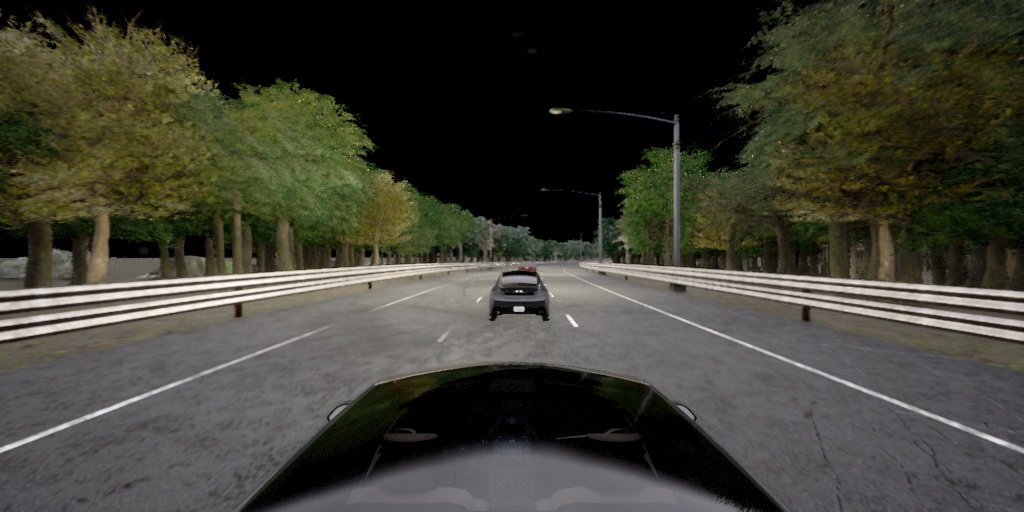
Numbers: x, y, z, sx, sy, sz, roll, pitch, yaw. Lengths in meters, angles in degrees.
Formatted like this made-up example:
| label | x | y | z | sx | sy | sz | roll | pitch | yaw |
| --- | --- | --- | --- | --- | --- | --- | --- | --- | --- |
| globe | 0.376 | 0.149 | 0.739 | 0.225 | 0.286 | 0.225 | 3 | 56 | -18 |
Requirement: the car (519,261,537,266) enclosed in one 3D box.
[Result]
| label | x | y | z | sx | sy | sz | roll | pitch | yaw |
| --- | --- | --- | --- | --- | --- | --- | --- | --- | --- |
| car | 1.852 | 1.359 | 42.377 | 2.097 | 1.767 | 4.553 | 0 | -1 | 5 |

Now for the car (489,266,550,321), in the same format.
| label | x | y | z | sx | sy | sz | roll | pitch | yaw |
| --- | --- | --- | --- | --- | --- | --- | --- | --- | --- |
| car | 0.258 | 1.259 | 12.564 | 1.837 | 1.490 | 4.892 | 0 | 0 | 1 |
